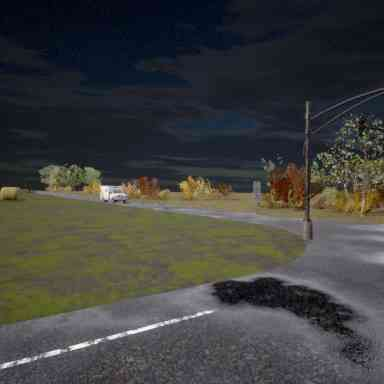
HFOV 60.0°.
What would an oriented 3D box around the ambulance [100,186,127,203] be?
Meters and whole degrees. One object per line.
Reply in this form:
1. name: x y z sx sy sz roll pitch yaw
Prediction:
1. ambulance: -11.822 0.341 50.096 2.351 2.431 6.366 2 0 -32
